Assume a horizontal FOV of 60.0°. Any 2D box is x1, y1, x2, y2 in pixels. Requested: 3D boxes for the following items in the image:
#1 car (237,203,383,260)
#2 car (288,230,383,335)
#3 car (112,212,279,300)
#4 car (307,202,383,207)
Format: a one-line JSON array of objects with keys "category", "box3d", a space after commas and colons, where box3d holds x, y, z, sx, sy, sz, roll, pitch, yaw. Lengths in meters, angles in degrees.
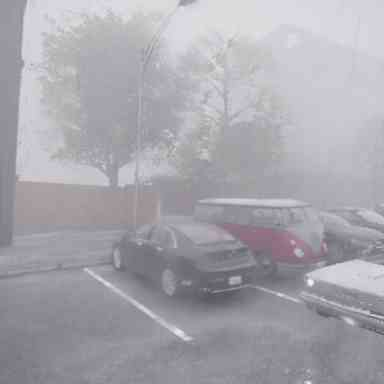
[{"category": "car", "box3d": [4.167, 1.362, 11.592, 2.231, 1.521, 4.892, -1, 1, -34]}, {"category": "car", "box3d": [4.148, 1.552, 6.109, 4.718, 1.301, 1.895, -1, 1, -34]}, {"category": "car", "box3d": [-0.492, 1.443, 8.481, 2.231, 1.521, 4.892, 0, 0, -34]}, {"category": "car", "box3d": [6.494, 1.344, 13.132, 2.002, 1.452, 4.674, -1, 1, -34]}]
